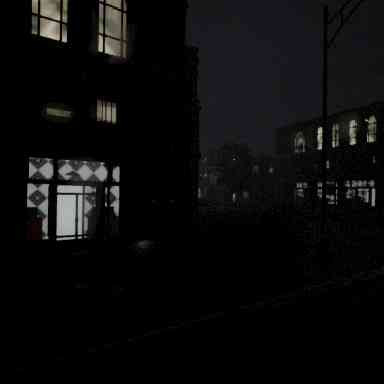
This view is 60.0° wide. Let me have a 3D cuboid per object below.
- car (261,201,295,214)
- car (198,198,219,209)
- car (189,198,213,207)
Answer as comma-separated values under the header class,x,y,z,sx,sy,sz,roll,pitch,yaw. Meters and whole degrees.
class,x,y,z,sx,sy,sz,roll,pitch,yaw
car,9.404,1.622,36.630,2.008,1.369,4.403,1,-1,-27
car,1.786,1.633,45.864,1.895,1.301,4.718,1,0,-27
car,1.327,1.619,52.106,1.887,1.381,4.507,1,-1,-27
